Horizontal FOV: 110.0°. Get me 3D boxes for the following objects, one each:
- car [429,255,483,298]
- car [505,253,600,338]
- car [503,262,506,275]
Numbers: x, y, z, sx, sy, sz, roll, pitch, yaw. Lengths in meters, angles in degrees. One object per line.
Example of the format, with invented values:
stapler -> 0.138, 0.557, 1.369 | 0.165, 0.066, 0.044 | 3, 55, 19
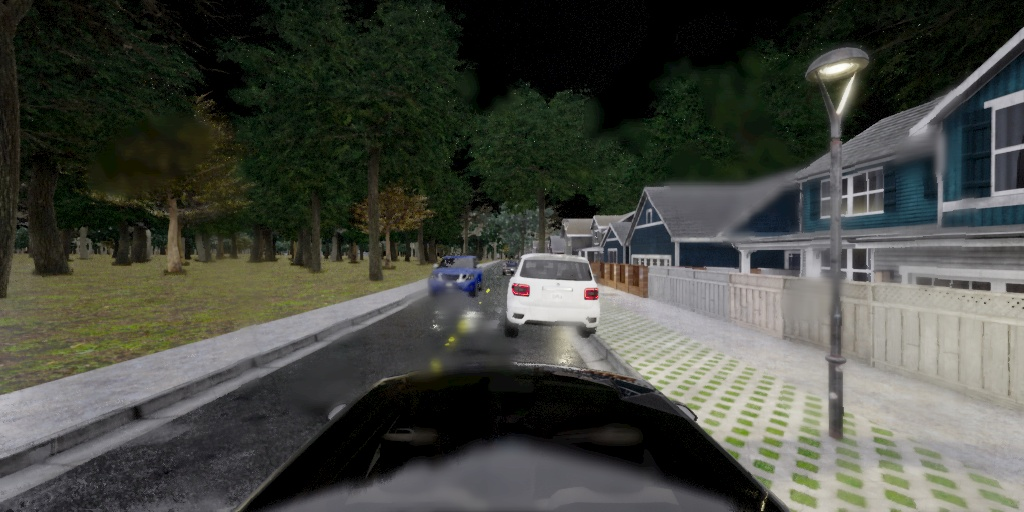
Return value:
car -> -2.760, 0.980, 18.929 | 2.150, 2.045, 5.566 | 0, 0, 0
car -> 0.962, 1.011, 10.354 | 2.150, 2.045, 5.566 | 3, -1, 0
car -> 0.014, 1.340, 38.454 | 1.994, 1.385, 4.181 | 0, 0, 1
